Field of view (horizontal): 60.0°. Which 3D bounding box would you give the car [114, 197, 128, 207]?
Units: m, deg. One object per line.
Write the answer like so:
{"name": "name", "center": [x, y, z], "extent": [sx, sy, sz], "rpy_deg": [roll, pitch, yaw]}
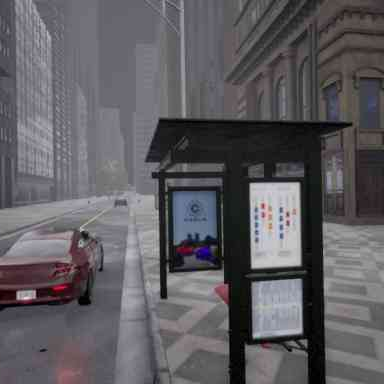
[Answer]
{"name": "car", "center": [-10.987, 1.494, 51.500], "extent": [1.882, 1.535, 5.008], "rpy_deg": [-1, 0, -10]}

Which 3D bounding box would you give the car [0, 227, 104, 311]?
{"name": "car", "center": [-3.150, 1.535, 7.759], "extent": [1.812, 1.442, 4.674], "rpy_deg": [-1, 0, -10]}
